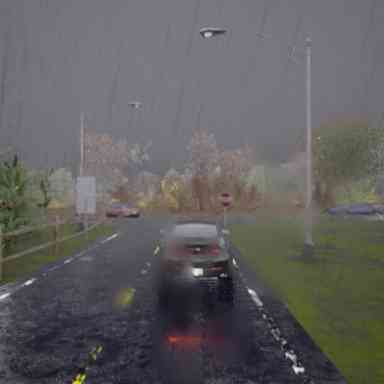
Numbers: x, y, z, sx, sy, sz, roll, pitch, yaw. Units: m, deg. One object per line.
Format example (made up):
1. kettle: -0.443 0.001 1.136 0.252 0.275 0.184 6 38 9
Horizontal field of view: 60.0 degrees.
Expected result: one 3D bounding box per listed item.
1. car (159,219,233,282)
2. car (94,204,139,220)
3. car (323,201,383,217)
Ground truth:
1. car: 0.093 1.559 9.891 1.837 1.490 4.892 0 0 0
2. car: -6.893 1.768 30.389 4.181 1.385 1.994 0 0 28
3. car: 15.326 1.571 31.359 5.357 1.411 2.033 0 0 1
